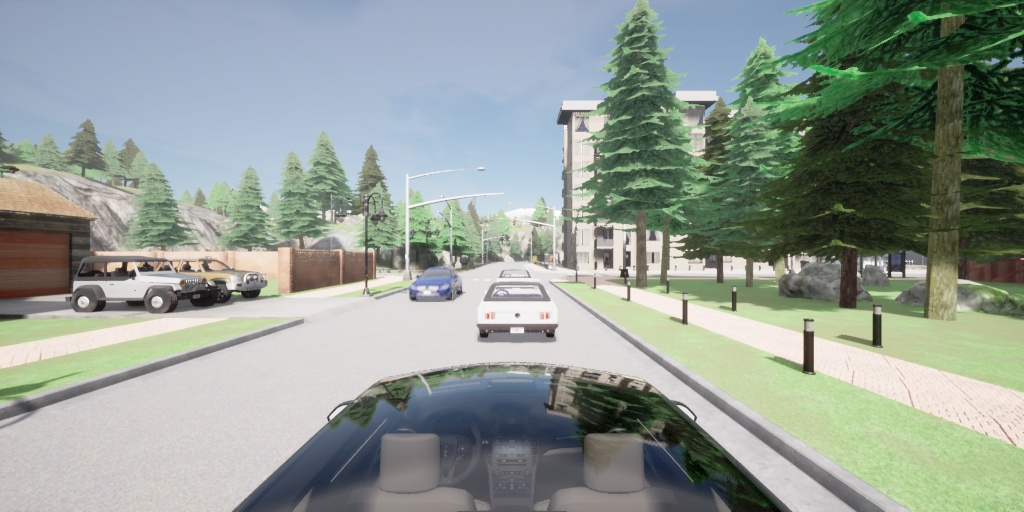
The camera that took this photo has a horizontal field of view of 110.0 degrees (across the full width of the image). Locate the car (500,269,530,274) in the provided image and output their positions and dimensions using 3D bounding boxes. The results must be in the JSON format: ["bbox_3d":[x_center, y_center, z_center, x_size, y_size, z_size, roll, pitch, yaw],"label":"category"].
[{"bbox_3d":[0.160,1.351,19.316,1.895,1.301,4.718,0,0,0],"label":"car"}]

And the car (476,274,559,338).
[{"bbox_3d":[0.131,1.351,10.148,1.895,1.301,4.718,0,0,0],"label":"car"}]

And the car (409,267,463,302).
[{"bbox_3d":[-3.493,1.275,17.206,1.812,1.442,4.674,0,0,1],"label":"car"}]
